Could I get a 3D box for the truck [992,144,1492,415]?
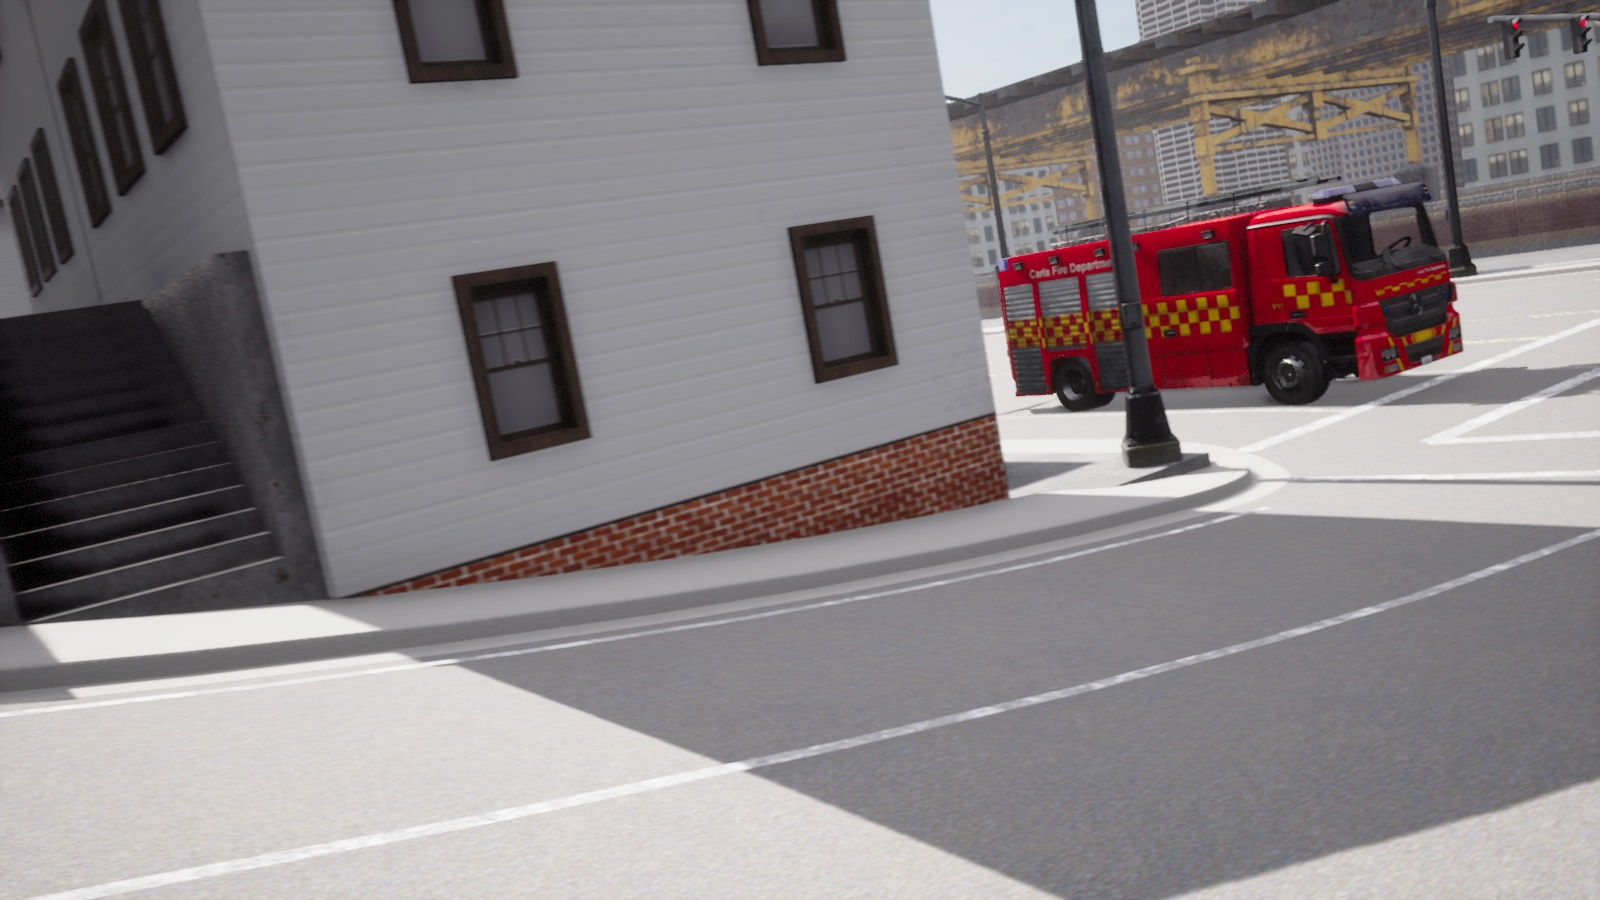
[{"bbox_3d":[7.949,-2.941,23.978,2.891,3.827,8.468,-15,9,-33],"label":"truck"}]
